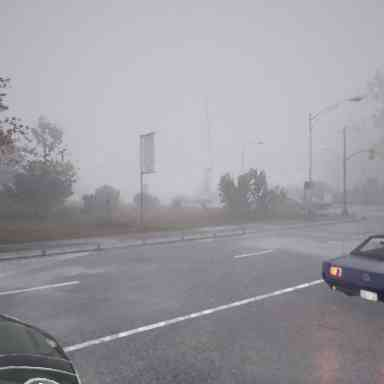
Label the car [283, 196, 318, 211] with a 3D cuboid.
[{"bbox_3d":[10.966,1.273,36.851,1.837,1.490,4.892,-1,1,-39],"label":"car"}]

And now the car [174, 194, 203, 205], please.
[{"bbox_3d":[-0.982,1.134,51.798,2.097,1.767,4.553,-1,0,-39],"label":"car"}]

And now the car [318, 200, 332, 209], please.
[{"bbox_3d":[13.595,1.287,39.167,2.033,1.411,5.357,-1,0,-39],"label":"car"}]

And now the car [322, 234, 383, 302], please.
[{"bbox_3d":[5.010,1.569,7.305,4.718,1.301,1.895,-1,0,-35],"label":"car"}]

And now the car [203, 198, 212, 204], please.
[{"bbox_3d":[1.206,1.351,54.668,1.895,1.301,4.718,-1,0,-39],"label":"car"}]

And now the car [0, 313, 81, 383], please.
[{"bbox_3d":[-2.873,1.353,1.673,4.553,1.767,2.097,0,0,-36],"label":"car"}]
